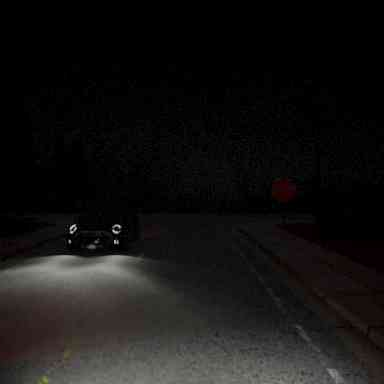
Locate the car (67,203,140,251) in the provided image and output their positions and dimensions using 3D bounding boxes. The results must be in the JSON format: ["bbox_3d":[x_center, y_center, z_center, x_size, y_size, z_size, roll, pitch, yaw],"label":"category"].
[{"bbox_3d":[-3.500,1.320,13.877,2.097,1.767,4.553,0,0,0],"label":"car"}]
